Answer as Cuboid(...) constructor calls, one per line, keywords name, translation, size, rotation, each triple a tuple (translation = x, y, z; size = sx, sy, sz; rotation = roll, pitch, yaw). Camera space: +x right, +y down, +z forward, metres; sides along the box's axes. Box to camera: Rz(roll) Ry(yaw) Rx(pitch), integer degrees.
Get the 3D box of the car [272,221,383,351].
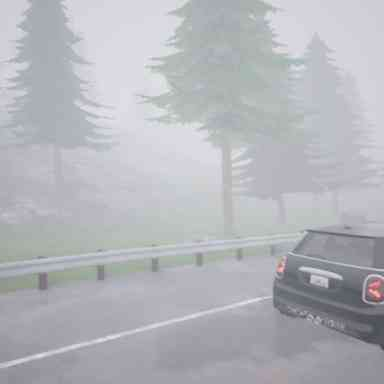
Cuboid(name="car", translation=(3.654, 1.347, 6.164), size=(4.553, 1.767, 2.097), rotation=(0, 0, -34))
